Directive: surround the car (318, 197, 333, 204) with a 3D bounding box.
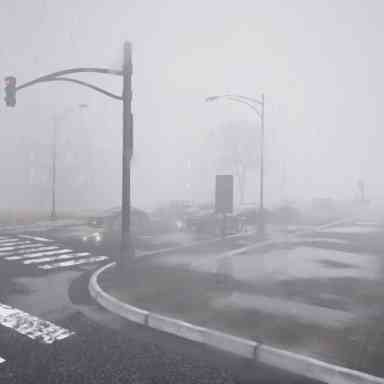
[{"bbox_3d":[28.003,1.849,69.672,1.947,1.339,4.313,1,0,36],"label":"car"}]

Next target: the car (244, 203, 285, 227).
[{"bbox_3d":[4.658,1.737,23.519,1.947,1.339,4.313,1,0,36],"label":"car"}]

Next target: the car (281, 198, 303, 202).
[{"bbox_3d":[12.867,1.709,44.597,1.812,1.442,4.674,1,0,37],"label":"car"}]

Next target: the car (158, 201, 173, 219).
[{"bbox_3d":[-1.675,1.481,29.485,1.967,1.590,4.097,1,0,36],"label":"car"}]

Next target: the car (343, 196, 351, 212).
[{"bbox_3d":[18.369,1.721,42.315,1.967,1.590,4.097,1,0,36],"label":"car"}]

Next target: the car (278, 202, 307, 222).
[{"bbox_3d":[7.902,1.779,27.936,1.802,1.307,4.206,1,0,36],"label":"car"}]

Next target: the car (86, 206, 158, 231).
[{"bbox_3d":[-4.508,1.607,21.032,1.994,1.385,4.181,1,0,36],"label":"car"}]

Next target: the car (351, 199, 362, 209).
[{"bbox_3d":[24.899,1.773,51.292,1.967,1.590,4.097,1,0,36],"label":"car"}]

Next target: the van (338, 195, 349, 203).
[{"bbox_3d":[37.863,1.706,83.094,1.690,1.788,3.998,1,0,36],"label":"van"}]

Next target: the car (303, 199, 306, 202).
[{"bbox_3d":[18.043,1.727,56.114,1.752,1.417,4.829,1,0,36],"label":"car"}]

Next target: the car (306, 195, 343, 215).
[{"bbox_3d":[15.111,1.569,37.821,2.192,1.841,5.009,1,0,36],"label":"car"}]

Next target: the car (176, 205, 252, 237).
[{"bbox_3d":[1.413,1.696,19.100,2.008,1.369,4.403,1,0,36],"label":"car"}]

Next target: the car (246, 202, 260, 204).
[{"bbox_3d":[6.702,1.734,36.284,1.895,1.301,4.718,1,0,36],"label":"car"}]

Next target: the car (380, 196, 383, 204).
[{"bbox_3d":[41.332,1.784,73.660,2.192,1.841,5.009,1,0,36],"label":"car"}]

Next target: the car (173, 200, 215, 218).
[{"bbox_3d":[1.040,1.635,28.583,2.033,1.411,5.357,1,0,36],"label":"car"}]

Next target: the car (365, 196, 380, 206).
[{"bbox_3d":[34.858,1.941,64.850,1.752,1.417,4.829,1,0,36],"label":"car"}]
